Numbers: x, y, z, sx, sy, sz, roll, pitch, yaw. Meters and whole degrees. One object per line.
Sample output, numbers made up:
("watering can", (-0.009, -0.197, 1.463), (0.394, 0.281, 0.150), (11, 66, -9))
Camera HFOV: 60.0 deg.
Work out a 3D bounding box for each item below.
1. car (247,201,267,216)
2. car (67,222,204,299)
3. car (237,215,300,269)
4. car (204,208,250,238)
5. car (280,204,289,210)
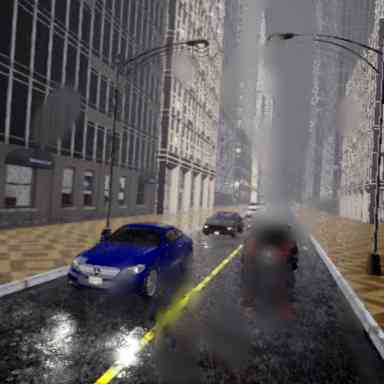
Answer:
("car", (8.240, 2.188, 41.704), (2.150, 2.045, 5.566), (3, -1, 16))
("car", (-1.253, 1.551, 8.799), (1.812, 1.442, 4.674), (3, -1, 16))
("car", (3.027, 1.850, 12.591), (1.812, 1.442, 4.674), (3, -1, 16))
("car", (2.093, 1.911, 20.595), (2.033, 1.411, 5.357), (3, -1, 16))
("car", (23.758, 3.742, 85.132), (2.097, 1.767, 4.553), (3, -1, 16))
